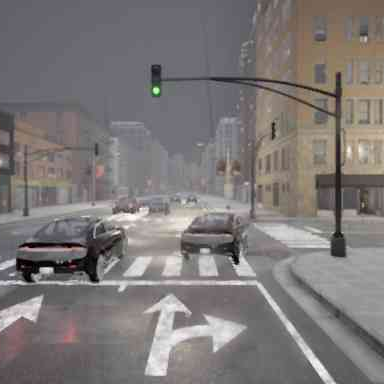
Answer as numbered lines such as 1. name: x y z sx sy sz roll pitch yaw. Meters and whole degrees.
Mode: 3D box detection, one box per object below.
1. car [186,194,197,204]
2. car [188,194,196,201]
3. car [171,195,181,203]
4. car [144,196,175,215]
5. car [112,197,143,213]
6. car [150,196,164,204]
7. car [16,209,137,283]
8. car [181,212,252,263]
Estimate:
1. car: -0.017 1.307 64.679 2.097 1.767 4.553 0 0 0
2. car: -0.019 1.261 74.713 1.882 1.535 5.008 0 0 0
3. car: -3.266 1.307 64.645 2.097 1.767 4.553 0 0 0
4. car: -3.156 1.462 32.975 2.128 1.511 4.902 0 0 0
5. car: -6.600 1.323 33.464 2.097 1.767 4.553 0 0 0
6. car: -6.540 1.503 62.585 2.033 1.411 5.357 0 0 1
7. car: -3.152 1.481 9.643 2.128 1.511 4.902 0 0 0
8. car: 1.027 1.480 11.973 2.128 1.511 4.902 0 0 16
